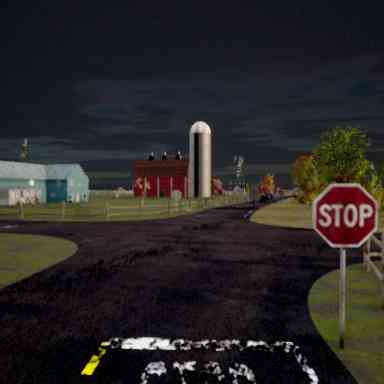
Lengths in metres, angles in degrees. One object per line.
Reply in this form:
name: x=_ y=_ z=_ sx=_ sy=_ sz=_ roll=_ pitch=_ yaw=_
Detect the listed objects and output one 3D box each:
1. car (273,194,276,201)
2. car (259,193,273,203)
car: x=17.204 y=1.032 z=73.083 sx=2.097 sy=1.767 sz=4.553 roll=0 pitch=0 yaw=19
car: x=13.839 y=1.343 z=63.250 sx=1.837 sy=1.490 sz=4.892 roll=0 pitch=0 yaw=19
